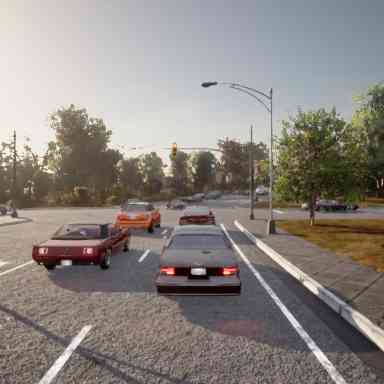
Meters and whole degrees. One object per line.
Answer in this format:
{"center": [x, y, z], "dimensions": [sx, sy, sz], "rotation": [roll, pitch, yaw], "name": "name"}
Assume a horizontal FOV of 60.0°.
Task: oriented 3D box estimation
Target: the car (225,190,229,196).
{"center": [8.923, 0.268, 89.296], "dimensions": [1.895, 1.301, 4.718], "rotation": [0, 3, 30], "name": "car"}

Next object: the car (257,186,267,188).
{"center": [20.017, -0.763, 93.200], "dimensions": [2.150, 2.045, 5.566], "rotation": [0, 3, 38], "name": "car"}

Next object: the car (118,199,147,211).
{"center": [-7.947, 1.673, 44.986], "dimensions": [2.033, 1.411, 5.357], "rotation": [0, 0, 11], "name": "car"}

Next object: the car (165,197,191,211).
{"center": [-2.095, 1.684, 43.215], "dimensions": [1.994, 1.385, 4.181], "rotation": [0, 0, -20], "name": "car"}

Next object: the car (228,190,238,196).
{"center": [12.310, 0.157, 88.126], "dimensions": [2.033, 1.411, 5.357], "rotation": [0, 3, 30], "name": "car"}

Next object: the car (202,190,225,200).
{"center": [4.899, 0.744, 74.519], "dimensions": [2.150, 2.045, 5.566], "rotation": [0, 2, 23], "name": "car"}

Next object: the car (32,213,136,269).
{"center": [-3.336, 1.618, 11.141], "dimensions": [1.895, 1.301, 4.718], "rotation": [0, 0, 1], "name": "car"}

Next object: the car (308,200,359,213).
{"center": [16.122, 1.646, 37.750], "dimensions": [4.718, 1.301, 1.895], "rotation": [-1, 0, 4], "name": "car"}

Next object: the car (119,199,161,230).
{"center": [-3.139, 1.397, 20.119], "dimensions": [2.097, 1.767, 4.553], "rotation": [0, 0, 2], "name": "car"}

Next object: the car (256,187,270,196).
{"center": [17.865, 0.264, 83.797], "dimensions": [1.895, 1.301, 4.718], "rotation": [0, 3, 33], "name": "car"}

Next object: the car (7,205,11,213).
{"center": [-22.426, 1.745, 36.396], "dimensions": [4.902, 1.511, 2.128], "rotation": [-1, 0, 2], "name": "car"}

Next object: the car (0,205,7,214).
{"center": [-21.556, 1.708, 32.850], "dimensions": [4.902, 1.511, 2.128], "rotation": [-1, 0, 4], "name": "car"}

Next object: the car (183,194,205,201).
{"center": [0.441, 1.576, 63.406], "dimensions": [1.895, 1.301, 4.718], "rotation": [0, 1, 19], "name": "car"}

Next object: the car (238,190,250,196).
{"center": [14.325, 0.261, 84.722], "dimensions": [2.128, 1.511, 4.902], "rotation": [0, 3, 33], "name": "car"}

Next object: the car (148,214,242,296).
{"center": [0.143, 1.558, 8.803], "dimensions": [2.033, 1.411, 5.357], "rotation": [0, 0, 0], "name": "car"}

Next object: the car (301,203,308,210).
{"center": [16.053, 1.661, 41.261], "dimensions": [4.718, 1.301, 1.895], "rotation": [-1, 0, 4], "name": "car"}

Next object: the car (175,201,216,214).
{"center": [0.330, 1.518, 18.550], "dimensions": [1.882, 1.535, 5.008], "rotation": [0, 0, 2], "name": "car"}
